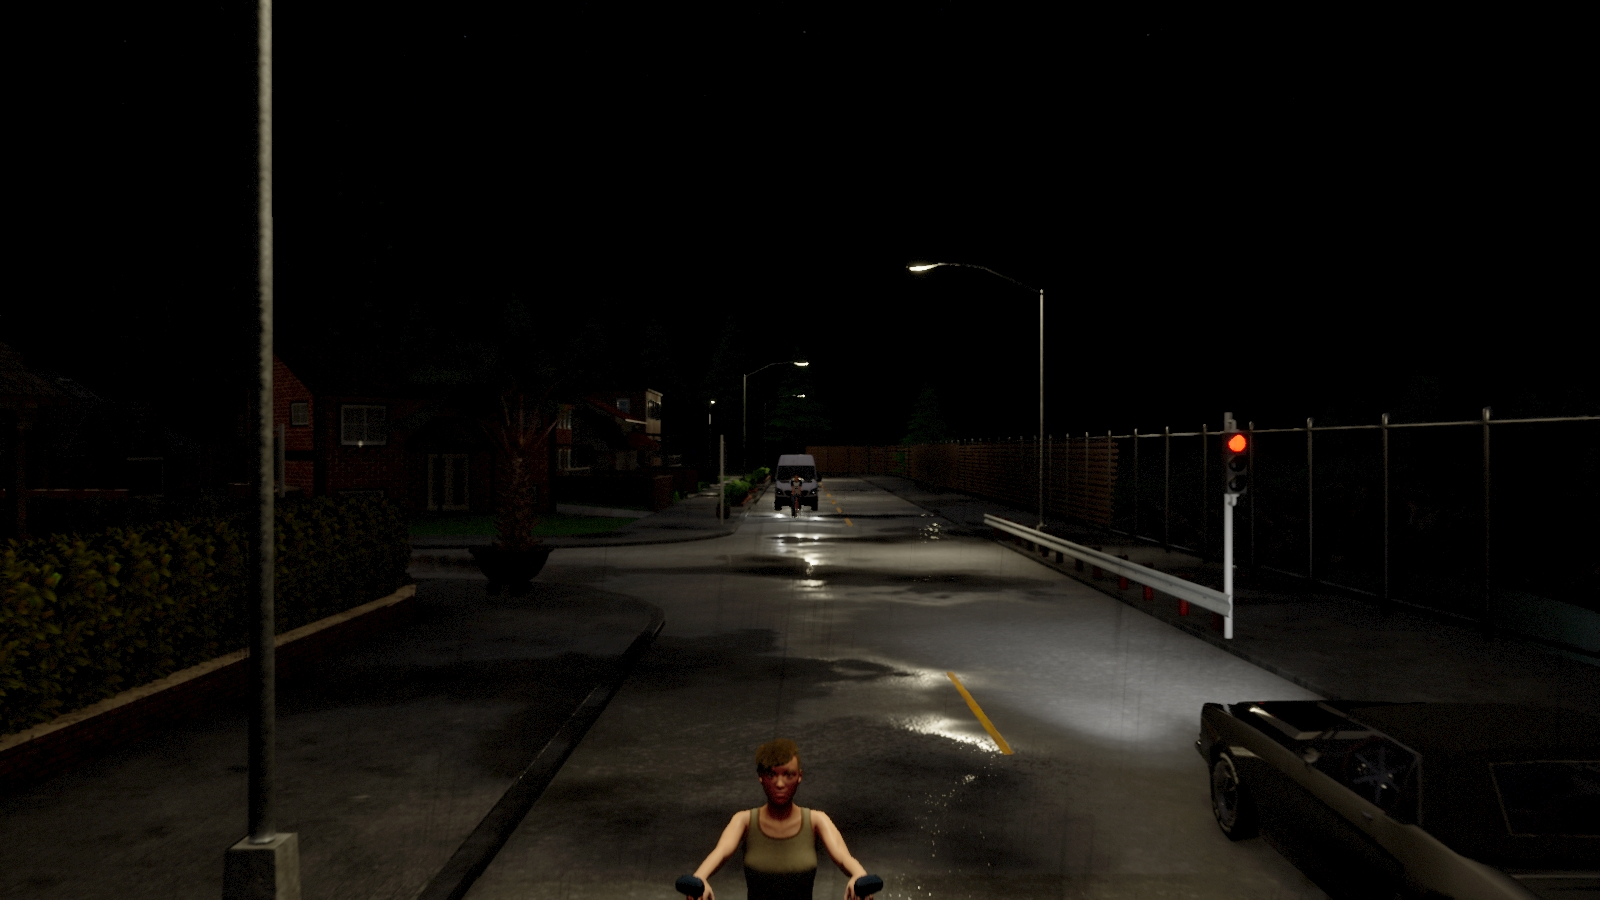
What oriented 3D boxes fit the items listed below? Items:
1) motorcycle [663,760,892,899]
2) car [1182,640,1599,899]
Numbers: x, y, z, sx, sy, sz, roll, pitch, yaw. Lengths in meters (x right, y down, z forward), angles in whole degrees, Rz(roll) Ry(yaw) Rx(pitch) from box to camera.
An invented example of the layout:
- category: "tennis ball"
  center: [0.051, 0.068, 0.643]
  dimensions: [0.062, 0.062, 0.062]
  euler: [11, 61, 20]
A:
- category: "motorcycle"
  center: [-0.079, 2.150, 4.319]
  dimensions: [0.764, 1.307, 2.356]
  euler: [0, 0, -1]
- category: "car"
  center: [3.965, 2.149, 6.642]
  dimensions: [1.895, 1.301, 4.718]
  euler: [0, 0, 0]
